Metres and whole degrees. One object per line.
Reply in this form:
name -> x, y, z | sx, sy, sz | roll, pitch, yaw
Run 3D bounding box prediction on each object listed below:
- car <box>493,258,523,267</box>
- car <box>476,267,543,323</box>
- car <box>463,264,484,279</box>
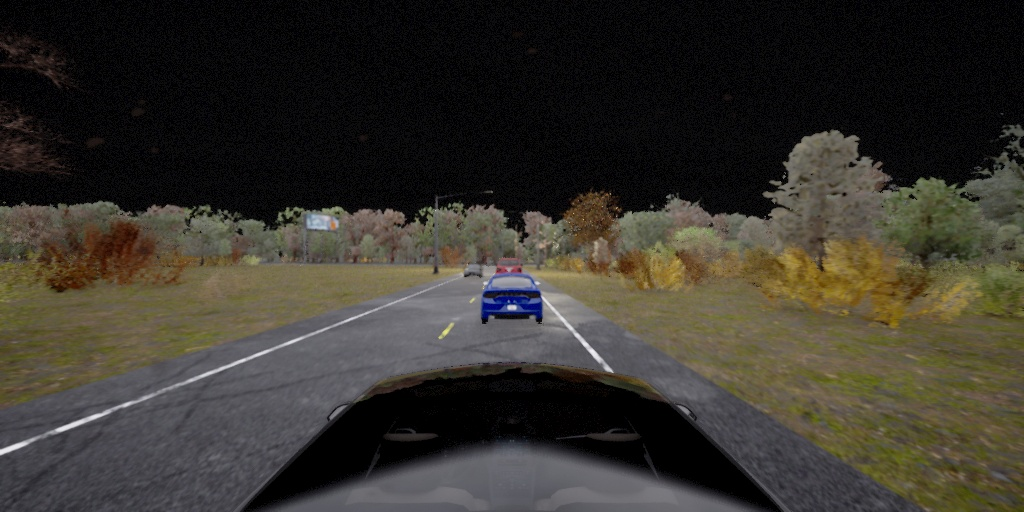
car -> -0.243, 1.231, 30.427 | 2.150, 2.045, 5.566 | 0, 0, -1
car -> -0.017, 1.327, 12.576 | 1.882, 1.535, 5.008 | 0, -1, 0
car -> -4.036, 1.586, 38.140 | 1.837, 1.490, 4.892 | 0, -1, -1
